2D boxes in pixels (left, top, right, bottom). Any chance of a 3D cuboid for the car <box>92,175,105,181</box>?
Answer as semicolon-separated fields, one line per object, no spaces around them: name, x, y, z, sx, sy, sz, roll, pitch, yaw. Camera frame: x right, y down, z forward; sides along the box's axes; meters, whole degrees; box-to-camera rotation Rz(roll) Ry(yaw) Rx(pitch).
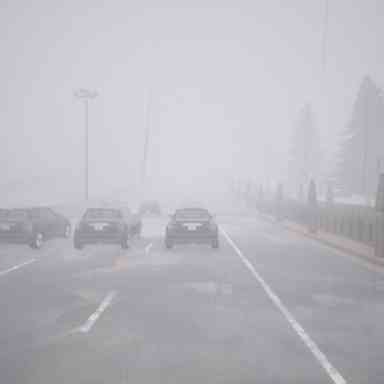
car;-21.333;-3.231;76.032;1.895;1.301;4.718;0;7;0

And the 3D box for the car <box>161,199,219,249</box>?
car;0.000;1.366;14.626;2.097;1.767;4.553;0;0;0

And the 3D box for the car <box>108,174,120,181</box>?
car;-17.833;-3.351;76.068;1.882;1.535;5.008;0;7;0

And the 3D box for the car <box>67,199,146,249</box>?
car;-3.500;1.366;14.625;2.097;1.767;4.553;0;0;0

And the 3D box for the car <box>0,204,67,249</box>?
car;-7.000;1.366;14.623;2.097;1.767;4.553;0;0;0

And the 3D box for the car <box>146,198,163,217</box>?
car;-3.576;1.313;29.673;1.837;1.490;4.892;0;2;0

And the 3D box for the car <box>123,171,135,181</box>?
car;-14.333;-3.598;76.028;2.150;2.045;5.566;0;7;0
